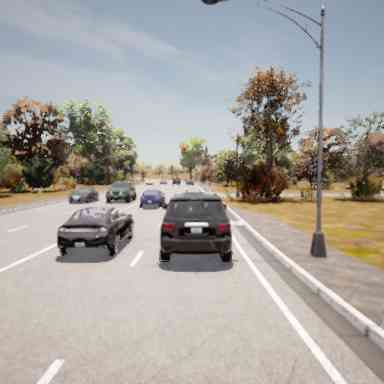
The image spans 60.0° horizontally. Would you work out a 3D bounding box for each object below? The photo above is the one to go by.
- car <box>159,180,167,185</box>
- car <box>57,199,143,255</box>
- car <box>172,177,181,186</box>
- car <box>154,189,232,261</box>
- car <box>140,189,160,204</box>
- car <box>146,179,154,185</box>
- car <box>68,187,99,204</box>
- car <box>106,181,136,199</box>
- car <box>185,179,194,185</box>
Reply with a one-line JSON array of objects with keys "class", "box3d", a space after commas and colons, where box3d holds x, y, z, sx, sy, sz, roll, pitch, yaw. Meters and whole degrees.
[{"class": "car", "box3d": [-7.517, -2.478, 87.116, 1.994, 1.385, 4.181, 0, 3, -2]}, {"class": "car", "box3d": [-3.396, 1.284, 12.477, 2.128, 1.511, 4.902, 0, 2, 0]}, {"class": "car", "box3d": [-3.933, -2.718, 84.756, 2.150, 2.045, 5.566, 0, 3, -2]}, {"class": "car", "box3d": [0.100, 1.043, 11.780, 2.150, 2.045, 5.566, 0, 2, 0]}, {"class": "car", "box3d": [-3.394, 0.492, 28.916, 1.812, 1.442, 4.674, 0, 3, 0]}, {"class": "car", "box3d": [-11.016, -2.567, 86.947, 1.882, 1.535, 5.008, 0, 3, -2]}, {"class": "car", "box3d": [-10.504, 0.271, 32.567, 2.128, 1.511, 4.902, 0, 3, 0]}, {"class": "car", "box3d": [-6.997, -0.048, 33.359, 2.150, 2.045, 5.566, 0, 3, 0]}, {"class": "car", "box3d": [-0.445, -2.411, 85.216, 1.812, 1.442, 4.674, 0, 3, -2]}]
